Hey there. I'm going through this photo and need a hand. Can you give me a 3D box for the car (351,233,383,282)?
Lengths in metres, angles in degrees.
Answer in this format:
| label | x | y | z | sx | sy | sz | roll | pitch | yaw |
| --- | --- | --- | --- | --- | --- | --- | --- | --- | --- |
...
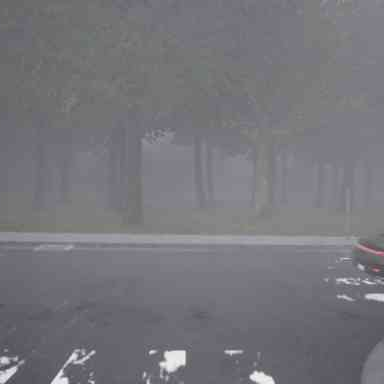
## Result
| label | x | y | z | sx | sy | sz | roll | pitch | yaw |
| --- | --- | --- | --- | --- | --- | --- | --- | --- | --- |
| car | 6.361 | 1.552 | 7.766 | 4.902 | 1.511 | 2.128 | 0 | 2 | 0 |
